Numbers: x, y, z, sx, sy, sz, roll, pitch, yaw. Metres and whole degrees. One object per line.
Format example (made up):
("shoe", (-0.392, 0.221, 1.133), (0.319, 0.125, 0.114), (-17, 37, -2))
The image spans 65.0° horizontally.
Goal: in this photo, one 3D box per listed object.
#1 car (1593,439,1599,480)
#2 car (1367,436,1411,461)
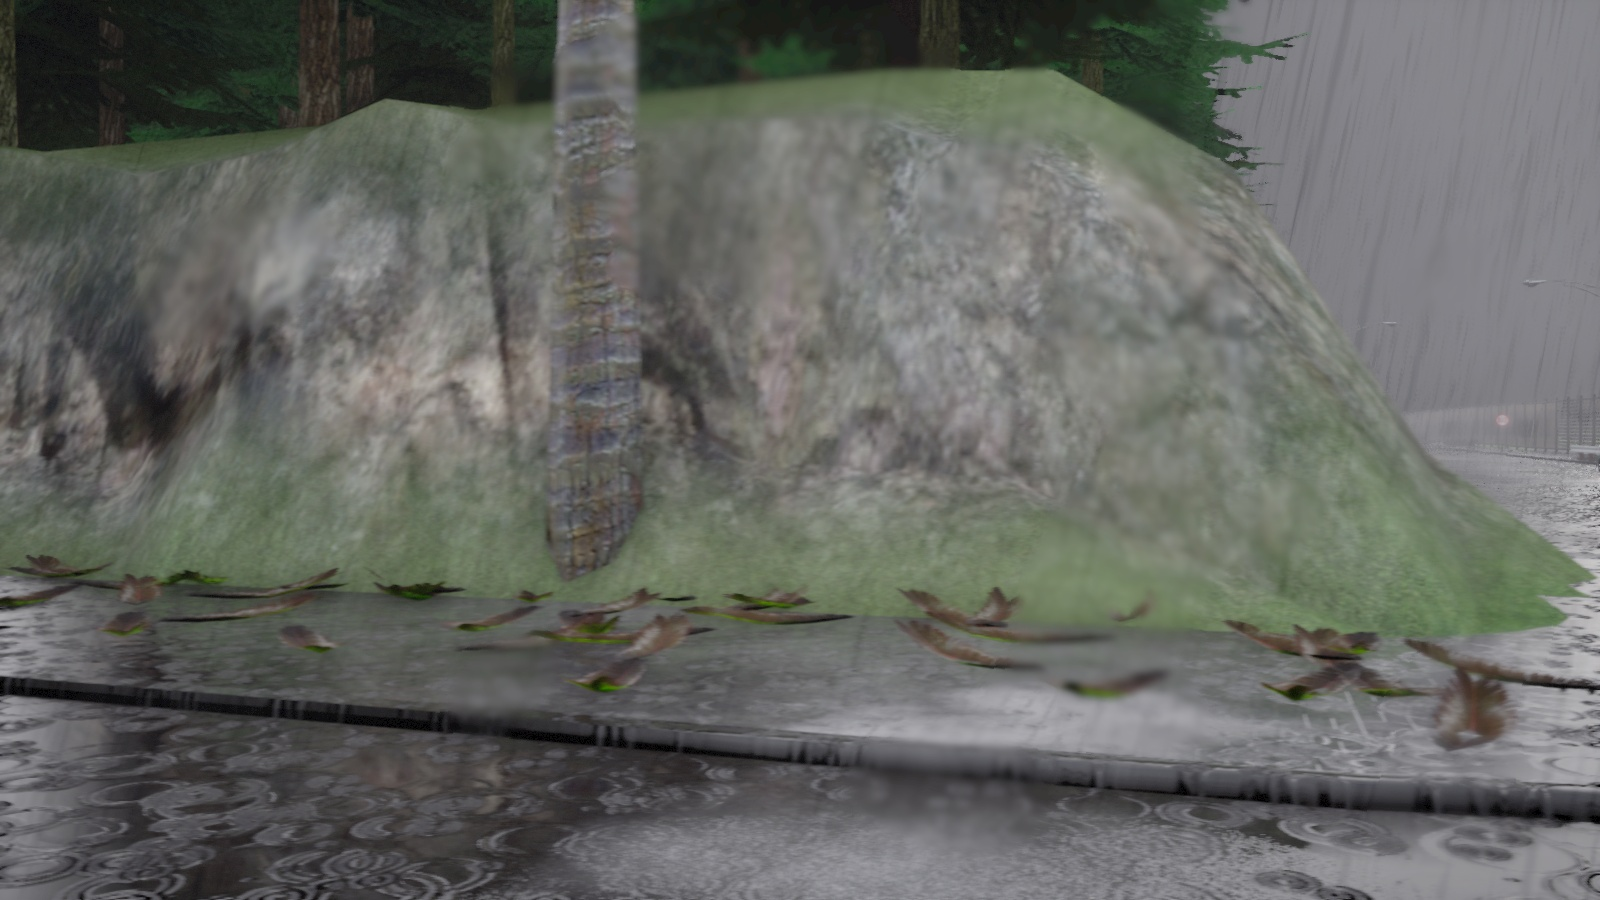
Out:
("car", (27.900, 0.338, 42.324), (1.481, 1.376, 2.207), (1, 1, 19))
("car", (34.669, -0.111, 74.006), (1.994, 1.385, 4.181), (1, 1, 20))
